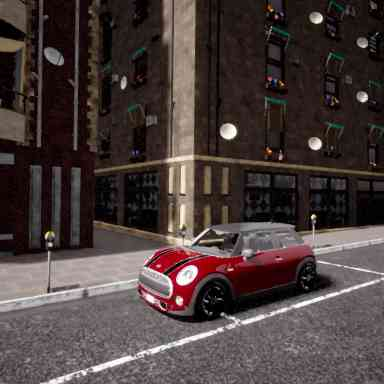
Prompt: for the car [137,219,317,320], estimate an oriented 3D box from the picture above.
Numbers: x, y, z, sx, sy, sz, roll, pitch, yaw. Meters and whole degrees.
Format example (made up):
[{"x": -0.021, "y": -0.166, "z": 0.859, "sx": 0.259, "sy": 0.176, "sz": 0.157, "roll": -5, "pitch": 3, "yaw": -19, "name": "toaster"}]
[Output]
[{"x": 0.854, "y": 1.442, "z": 7.300, "sx": 4.097, "sy": 1.590, "sz": 1.967, "roll": 0, "pitch": 1, "yaw": -35, "name": "car"}]
